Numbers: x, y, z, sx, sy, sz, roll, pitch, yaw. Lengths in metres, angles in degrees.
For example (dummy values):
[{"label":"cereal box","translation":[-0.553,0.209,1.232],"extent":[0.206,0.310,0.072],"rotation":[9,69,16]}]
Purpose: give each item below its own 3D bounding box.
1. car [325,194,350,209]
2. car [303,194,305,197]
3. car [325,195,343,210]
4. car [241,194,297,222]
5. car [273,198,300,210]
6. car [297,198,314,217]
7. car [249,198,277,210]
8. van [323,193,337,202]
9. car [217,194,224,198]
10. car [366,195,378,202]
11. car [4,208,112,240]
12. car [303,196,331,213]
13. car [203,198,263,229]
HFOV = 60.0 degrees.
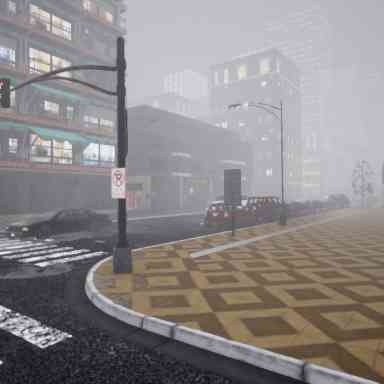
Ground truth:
[{"label":"car","translation":[19.047,1.167,43.268],"extent":[2.192,1.841,5.009],"rotation":[-1,0,36]},{"label":"car","translation":[22.537,1.439,61.317],"extent":[1.752,1.417,4.829],"rotation":[-1,0,36]},{"label":"car","translation":[15.737,1.415,38.760],"extent":[2.008,1.369,4.403],"rotation":[-1,0,36]},{"label":"car","translation":[5.798,1.215,25.242],"extent":[2.192,1.841,5.009],"rotation":[-1,0,36]},{"label":"car","translation":[12.373,1.493,43.259],"extent":[1.994,1.385,4.181],"rotation":[-1,0,37]},{"label":"car","translation":[9.113,1.470,29.747],"extent":[1.802,1.307,4.206],"rotation":[-1,0,36]},{"label":"car","translation":[9.287,1.489,43.290],"extent":[1.752,1.417,4.829],"rotation":[-1,0,36]},{"label":"van","translation":[29.261,1.229,70.468],"extent":[1.690,1.788,3.998],"rotation":[-1,0,36]},{"label":"car","translation":[3.443,1.184,31.181],"extent":[2.150,2.045,5.566],"rotation":[-1,-1,36]},{"label":"car","translation":[35.611,1.333,65.800],"extent":[1.887,1.381,4.507],"rotation":[-1,0,36]},{"label":"car","translation":[-6.634,1.543,17.227],"extent":[2.033,1.411,5.357],"rotation":[-1,0,33]},{"label":"car","translation":[12.425,1.421,34.254],"extent":[1.887,1.381,4.507],"rotation":[-1,0,36]},{"label":"car","translation":[2.486,1.352,20.734],"extent":[1.967,1.590,4.097],"rotation":[-1,0,36]}]
